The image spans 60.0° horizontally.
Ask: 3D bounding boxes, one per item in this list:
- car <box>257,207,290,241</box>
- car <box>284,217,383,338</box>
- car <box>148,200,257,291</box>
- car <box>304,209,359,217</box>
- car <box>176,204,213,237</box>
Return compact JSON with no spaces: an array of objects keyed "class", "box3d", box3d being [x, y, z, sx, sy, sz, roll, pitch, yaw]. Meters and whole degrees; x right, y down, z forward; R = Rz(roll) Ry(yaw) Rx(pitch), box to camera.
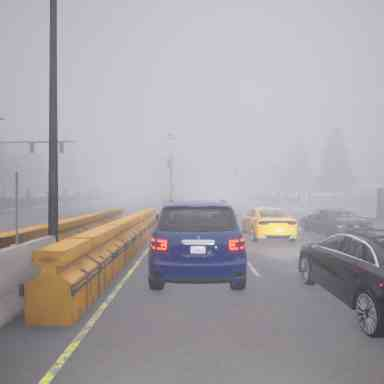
[{"class":"car","box3d":[3.643,1.478,16.411,1.882,1.535,5.008,0,0,0]},{"class":"car","box3d":[3.614,1.492,6.569,2.128,1.511,4.902,0,0,0]},{"class":"car","box3d":[0.125,1.222,9.177,2.150,2.045,5.566,0,0,0]},{"class":"car","box3d":[7.143,1.547,16.967,2.033,1.411,5.357,0,0,0]},{"class":"car","box3d":[0.151,1.505,19.026,1.837,1.490,4.892,0,0,0]}]
